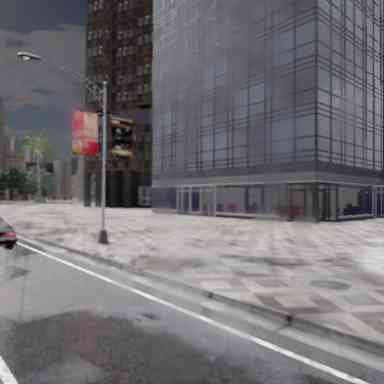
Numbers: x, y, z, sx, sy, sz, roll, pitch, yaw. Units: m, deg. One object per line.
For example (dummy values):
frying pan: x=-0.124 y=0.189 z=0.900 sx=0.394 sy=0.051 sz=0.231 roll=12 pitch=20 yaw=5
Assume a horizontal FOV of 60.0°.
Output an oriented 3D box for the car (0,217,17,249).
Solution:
car: x=-9.341 y=1.749 z=14.830 sx=2.033 sy=1.411 sz=5.357 roll=1 pitch=-1 yaw=-41
